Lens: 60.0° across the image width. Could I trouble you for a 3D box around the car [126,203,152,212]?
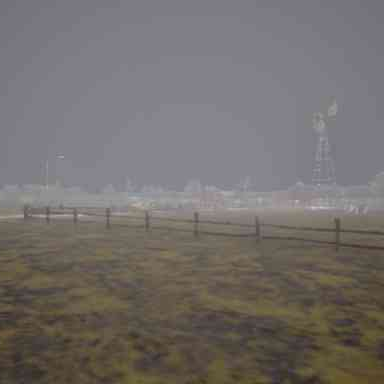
[{"bbox_3d":[-8.737,2.495,55.040,1.882,1.535,5.008,-1,-2,36],"label":"car"}]
